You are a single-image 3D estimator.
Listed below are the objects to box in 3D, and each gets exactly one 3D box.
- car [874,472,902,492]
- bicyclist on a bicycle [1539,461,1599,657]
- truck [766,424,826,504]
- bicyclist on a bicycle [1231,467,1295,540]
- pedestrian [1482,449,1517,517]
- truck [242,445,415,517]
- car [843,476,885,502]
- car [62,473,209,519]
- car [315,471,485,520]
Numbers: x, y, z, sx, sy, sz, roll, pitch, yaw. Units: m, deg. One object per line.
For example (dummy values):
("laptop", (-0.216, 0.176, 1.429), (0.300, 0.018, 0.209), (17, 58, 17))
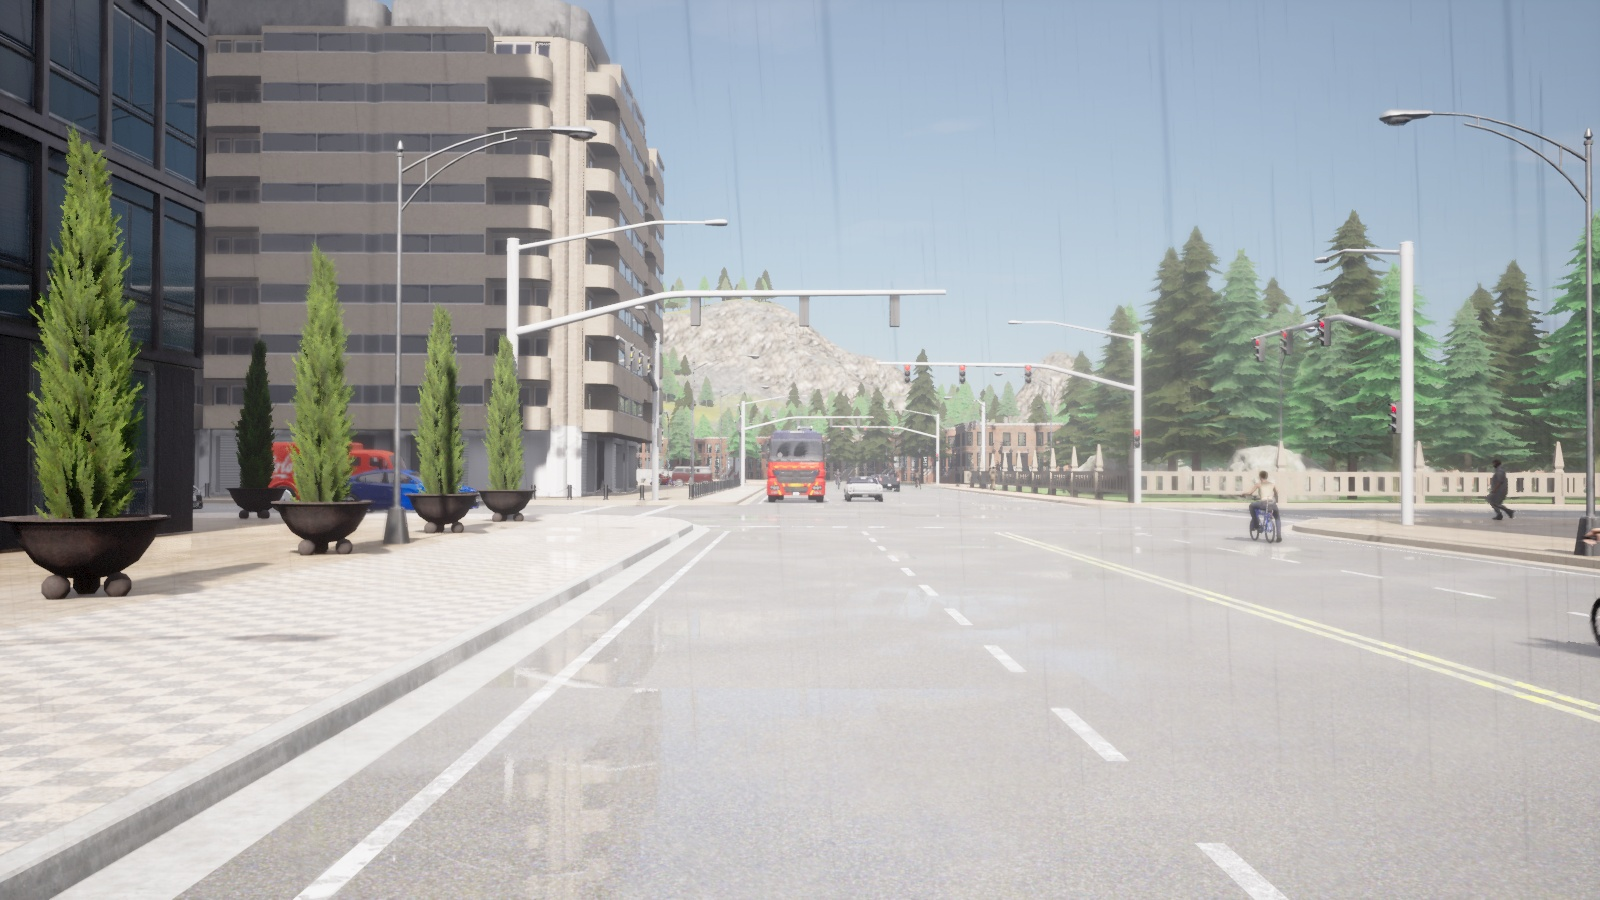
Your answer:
("car", (6.723, 2.411, 96.059), (1.845, 1.501, 3.633), (0, -1, 0))
("bicyclist on a bicycle", (7.030, 0.897, 10.413), (0.866, 1.612, 1.509), (0, -1, -2))
("truck", (-0.192, 0.738, 64.917), (2.891, 3.827, 8.468), (0, -1, 0))
("bicyclist on a bicycle", (10.412, 1.183, 28.270), (0.866, 1.612, 1.509), (0, -1, 0))
("pedestrian", (20.385, 0.945, 36.594), (0.873, 1.952, 0.659), (-1, -1, 31))
("truck", (-16.746, 1.091, 44.837), (5.204, 2.467, 2.627), (0, -1, 0))
("car", (3.310, 2.002, 65.676), (1.895, 1.301, 4.718), (0, -1, 0))
("car", (-21.819, 1.504, 41.343), (3.806, 1.475, 1.970), (0, -1, 0))
("car", (-13.090, 1.481, 41.321), (5.008, 1.535, 1.882), (0, -1, 0))
